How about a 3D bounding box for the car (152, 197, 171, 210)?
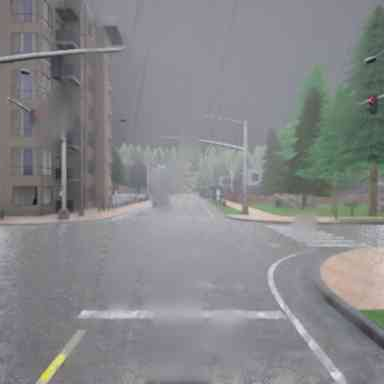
[{"bbox_3d":[-3.509,1.296,39.220,2.033,1.411,5.357,0,0,0],"label":"car"}]
